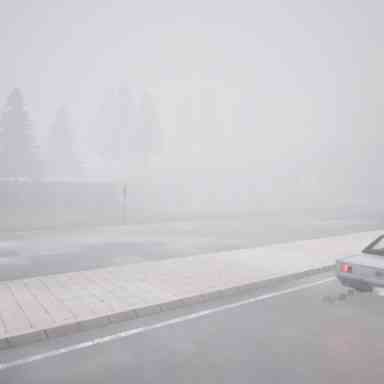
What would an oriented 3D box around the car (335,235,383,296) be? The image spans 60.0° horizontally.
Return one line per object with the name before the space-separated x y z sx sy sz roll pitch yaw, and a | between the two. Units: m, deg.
car | 5.396 1.601 7.596 4.718 1.301 1.895 0 0 -36
